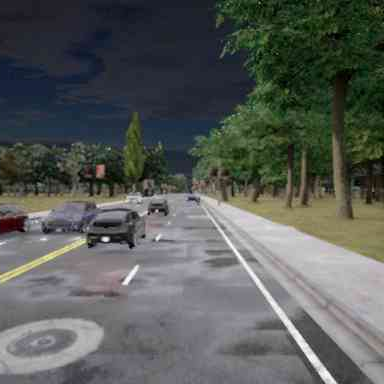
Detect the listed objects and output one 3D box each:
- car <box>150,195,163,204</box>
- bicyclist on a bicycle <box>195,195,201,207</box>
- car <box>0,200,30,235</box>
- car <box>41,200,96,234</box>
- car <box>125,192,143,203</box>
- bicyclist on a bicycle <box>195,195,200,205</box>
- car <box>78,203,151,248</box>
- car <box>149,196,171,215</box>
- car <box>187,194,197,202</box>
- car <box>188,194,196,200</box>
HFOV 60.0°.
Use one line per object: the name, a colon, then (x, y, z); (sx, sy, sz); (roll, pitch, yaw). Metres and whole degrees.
car: (-6.517, 1.379, 60.869); (1.812, 1.442, 4.674); (0, 0, 1)
bicyclist on a bicycle: (0.906, 1.345, 43.976); (0.582, 1.620, 1.656); (0, 0, 0)
car: (-9.845, 1.308, 16.123); (2.097, 1.767, 4.553); (0, 0, 0)
car: (-6.593, 1.301, 18.713); (2.097, 1.767, 4.553); (0, 0, 0)
car: (-9.785, 1.085, 56.416); (2.150, 2.045, 5.566); (0, 0, 1)
bicyclist on a bicycle: (0.924, 1.305, 54.642); (0.866, 1.612, 1.509); (0, 0, 0)
car: (-3.147, 1.465, 14.531); (1.837, 1.490, 4.892); (0, 0, 0)
car: (-3.141, 1.423, 32.120); (1.837, 1.490, 4.892); (0, 0, 0)
car: (0.019, 1.309, 71.460); (1.882, 1.535, 5.008); (0, 0, 0)
car: (0.021, 1.242, 82.724); (1.812, 1.442, 4.674); (0, 0, 0)
